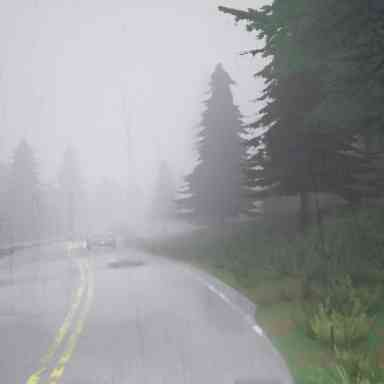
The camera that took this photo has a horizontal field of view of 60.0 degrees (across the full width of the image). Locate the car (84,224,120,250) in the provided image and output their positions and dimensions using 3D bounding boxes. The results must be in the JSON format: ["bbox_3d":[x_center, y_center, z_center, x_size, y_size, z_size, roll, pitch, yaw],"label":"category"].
[{"bbox_3d":[-6.281,3.161,22.962,1.812,1.442,4.674,0,-6,-18],"label":"car"}]

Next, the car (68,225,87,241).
[{"bbox_3d":[-12.104,4.508,37.008,2.097,1.767,4.553,-1,-6,-1],"label":"car"}]

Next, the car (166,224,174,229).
[{"bbox_3d":[-5.447,8.354,78.826,1.837,1.490,4.892,-1,-6,8],"label":"car"}]

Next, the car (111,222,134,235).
[{"bbox_3d":[-8.721,4.763,41.233,2.150,2.045,5.566,-1,-5,2],"label":"car"}]
